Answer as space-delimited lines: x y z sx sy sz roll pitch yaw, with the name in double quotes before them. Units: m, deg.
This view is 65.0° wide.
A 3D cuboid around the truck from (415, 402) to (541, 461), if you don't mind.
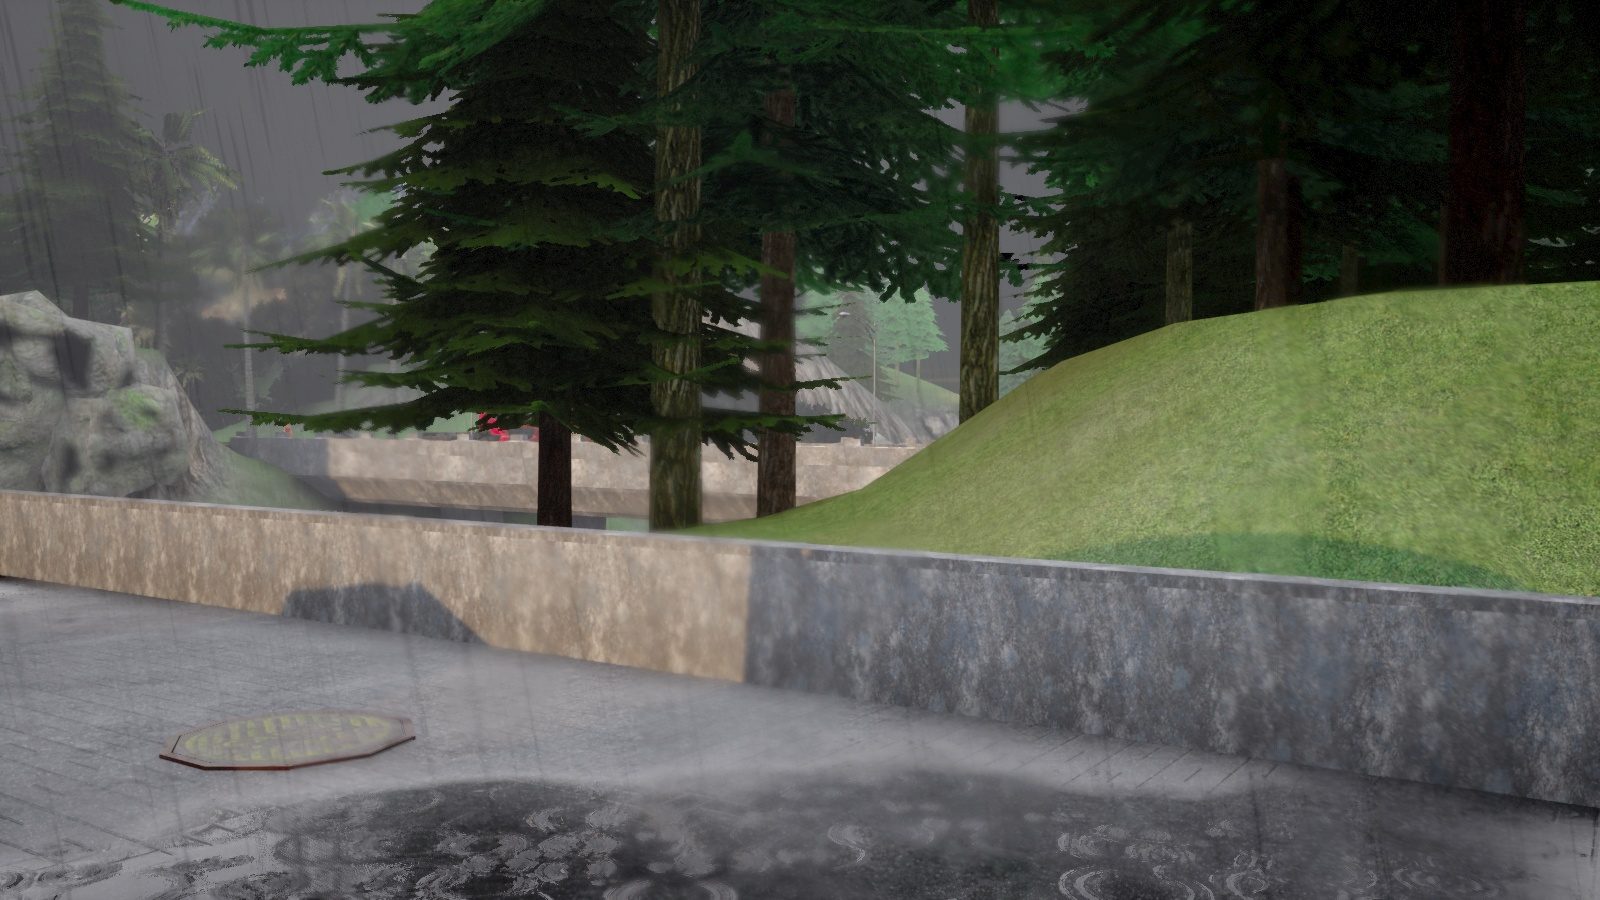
"truck" -19.717 -1.119 76.703 7.936 3.462 2.891 0 1 34
